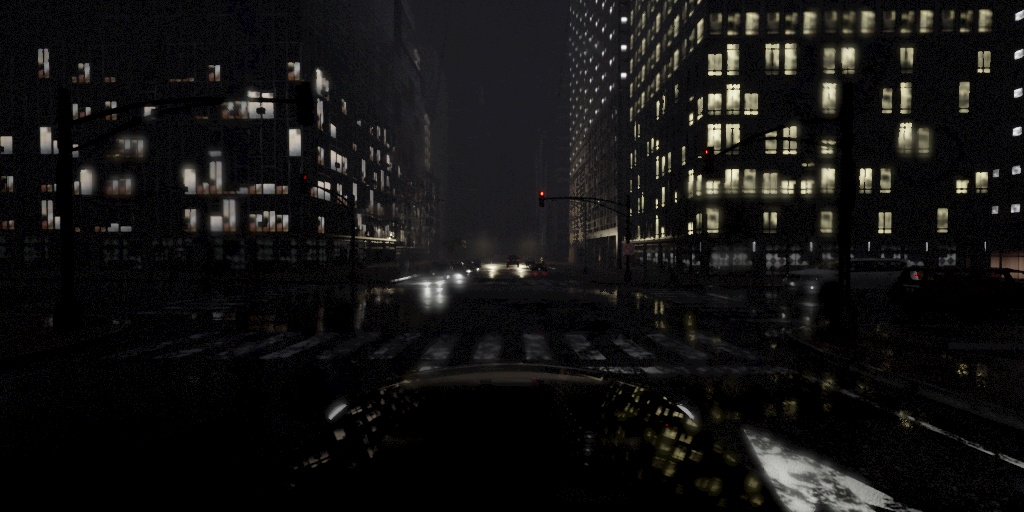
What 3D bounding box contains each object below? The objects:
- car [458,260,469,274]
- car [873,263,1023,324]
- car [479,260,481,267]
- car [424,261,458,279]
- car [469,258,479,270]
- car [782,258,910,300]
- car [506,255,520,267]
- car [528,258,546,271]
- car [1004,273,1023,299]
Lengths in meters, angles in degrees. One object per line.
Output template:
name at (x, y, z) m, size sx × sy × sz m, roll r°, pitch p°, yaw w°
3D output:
car at (-6.492, 1.326, 41.600) m, size 1.895 × 1.301 × 4.718 m, roll 0°, pitch 0°, yaw 0°
car at (16.220, 1.282, 12.403) m, size 5.009 × 1.841 × 2.192 m, roll 0°, pitch 0°, yaw 1°
car at (-6.392, 1.182, 61.711) m, size 1.882 × 1.535 × 5.008 m, roll 0°, pitch 0°, yaw 1°
car at (-6.519, 1.225, 32.319) m, size 2.128 × 1.511 × 4.902 m, roll 0°, pitch 0°, yaw 0°
car at (-6.457, 1.263, 51.371) m, size 2.033 × 1.411 × 5.357 m, roll 0°, pitch 0°, yaw 0°
car at (17.035, 1.103, 18.156) m, size 5.566 × 2.045 × 2.150 m, roll 1°, pitch 1°, yaw 1°
car at (0.171, 0.925, 62.845) m, size 2.150 × 2.045 × 5.566 m, roll 0°, pitch 0°, yaw 0°
car at (3.471, 1.320, 47.728) m, size 1.895 × 1.301 × 4.718 m, roll 0°, pitch 0°, yaw 0°
car at (28.350, 1.582, 17.939) m, size 4.718 × 1.301 × 1.895 m, roll 1°, pitch 1°, yaw 1°
